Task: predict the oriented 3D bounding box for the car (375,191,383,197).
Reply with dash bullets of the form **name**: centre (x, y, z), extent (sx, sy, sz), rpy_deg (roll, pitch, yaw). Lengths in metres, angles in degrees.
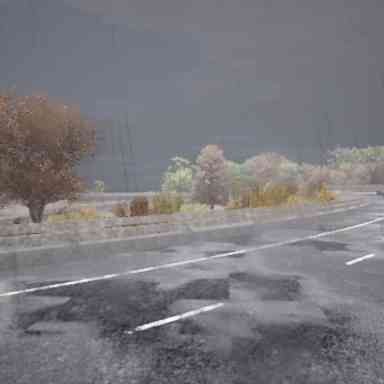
- **car**: centre (46.728, 0.503, 81.600), extent (1.837, 1.490, 4.892), rpy_deg (-1, 0, 5)
